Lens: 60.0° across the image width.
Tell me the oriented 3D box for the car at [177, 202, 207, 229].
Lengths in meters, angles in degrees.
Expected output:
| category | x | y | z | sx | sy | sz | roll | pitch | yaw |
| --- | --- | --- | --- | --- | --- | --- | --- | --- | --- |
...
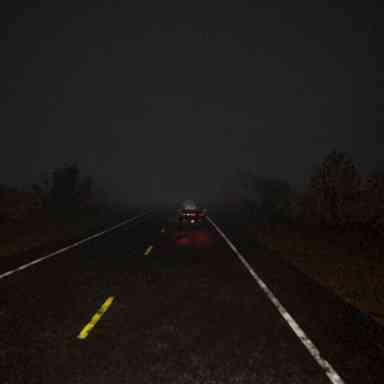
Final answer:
| category | x | y | z | sx | sy | sz | roll | pitch | yaw |
| --- | --- | --- | --- | --- | --- | --- | --- | --- | --- |
| car | -0.003 | 1.672 | 23.463 | 2.128 | 1.511 | 4.902 | 0 | 0 | -1 |
